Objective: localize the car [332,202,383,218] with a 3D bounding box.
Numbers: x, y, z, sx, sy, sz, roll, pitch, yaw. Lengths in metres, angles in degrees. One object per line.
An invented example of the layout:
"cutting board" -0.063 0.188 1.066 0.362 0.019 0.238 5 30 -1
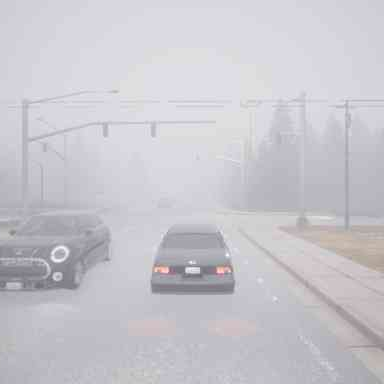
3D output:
"car" 14.692 1.591 29.555 4.181 1.385 1.994 0 0 1

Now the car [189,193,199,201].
"car" 0.414 1.225 80.395 2.150 2.045 5.566 0 0 2

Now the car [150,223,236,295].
"car" 0.035 1.545 8.896 2.033 1.411 5.357 0 0 1

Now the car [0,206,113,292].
"car" -3.627 1.329 9.023 2.097 1.767 4.553 0 0 0

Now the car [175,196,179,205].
"car" -3.665 1.491 54.674 2.128 1.511 4.902 0 0 0

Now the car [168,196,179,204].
"car" -3.562 1.505 64.552 1.837 1.490 4.892 0 0 1

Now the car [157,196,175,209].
"car" -3.674 1.505 45.022 1.837 1.490 4.892 0 0 0
